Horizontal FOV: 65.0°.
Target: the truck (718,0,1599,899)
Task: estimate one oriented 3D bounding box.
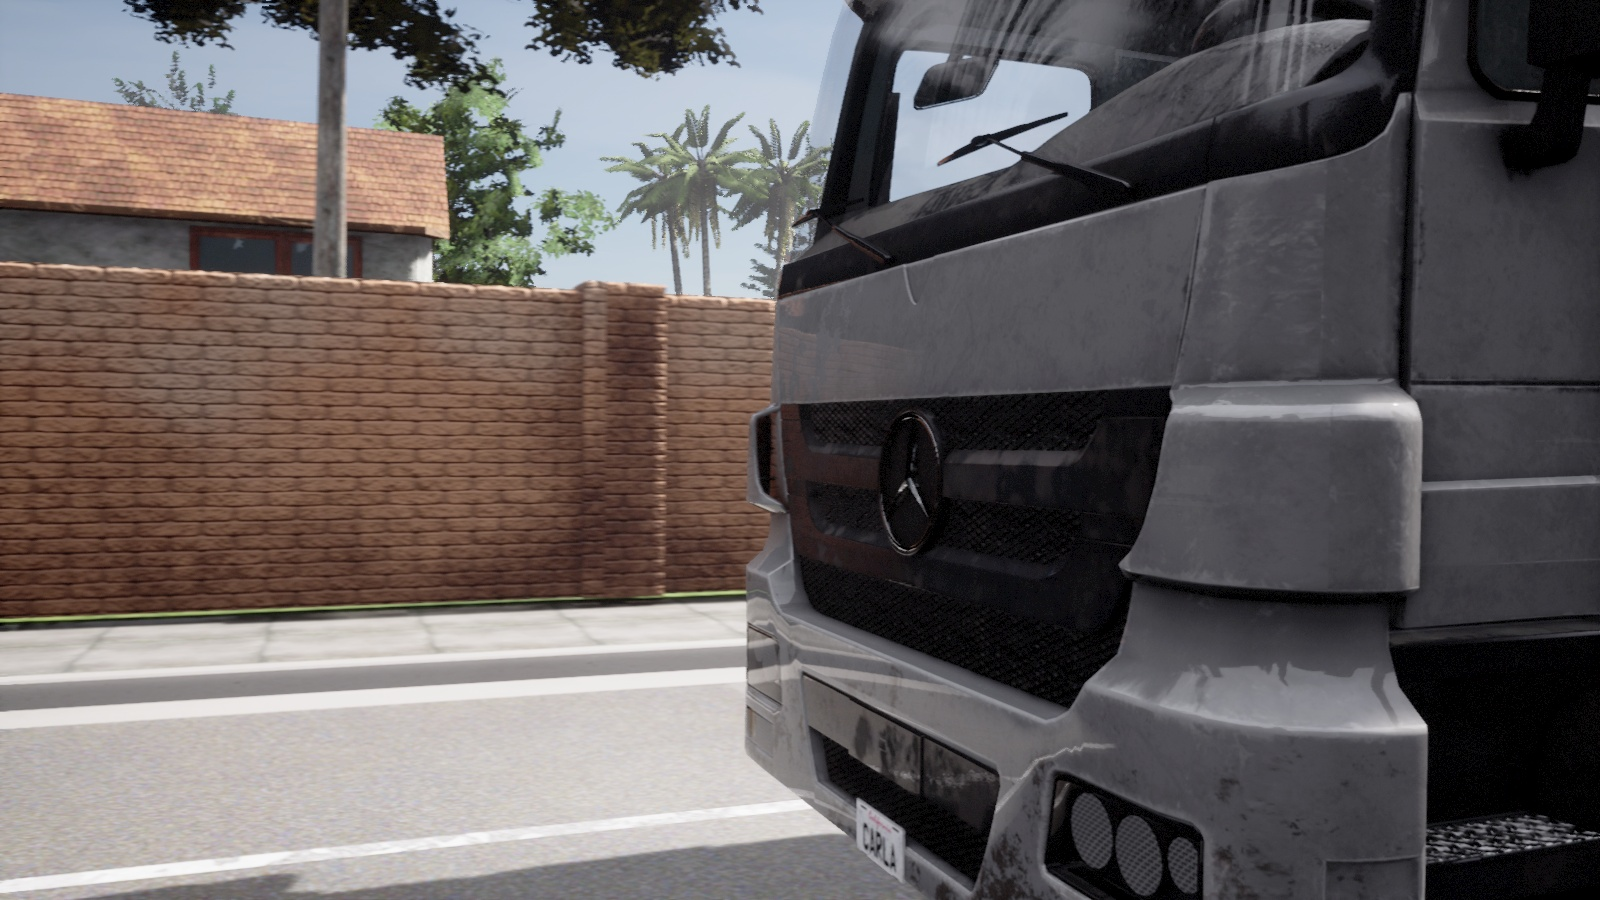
[{"bbox_3d":[3.936,-0.303,4.721,7.936,3.462,2.891,-1,1,-21],"label":"truck"}]
